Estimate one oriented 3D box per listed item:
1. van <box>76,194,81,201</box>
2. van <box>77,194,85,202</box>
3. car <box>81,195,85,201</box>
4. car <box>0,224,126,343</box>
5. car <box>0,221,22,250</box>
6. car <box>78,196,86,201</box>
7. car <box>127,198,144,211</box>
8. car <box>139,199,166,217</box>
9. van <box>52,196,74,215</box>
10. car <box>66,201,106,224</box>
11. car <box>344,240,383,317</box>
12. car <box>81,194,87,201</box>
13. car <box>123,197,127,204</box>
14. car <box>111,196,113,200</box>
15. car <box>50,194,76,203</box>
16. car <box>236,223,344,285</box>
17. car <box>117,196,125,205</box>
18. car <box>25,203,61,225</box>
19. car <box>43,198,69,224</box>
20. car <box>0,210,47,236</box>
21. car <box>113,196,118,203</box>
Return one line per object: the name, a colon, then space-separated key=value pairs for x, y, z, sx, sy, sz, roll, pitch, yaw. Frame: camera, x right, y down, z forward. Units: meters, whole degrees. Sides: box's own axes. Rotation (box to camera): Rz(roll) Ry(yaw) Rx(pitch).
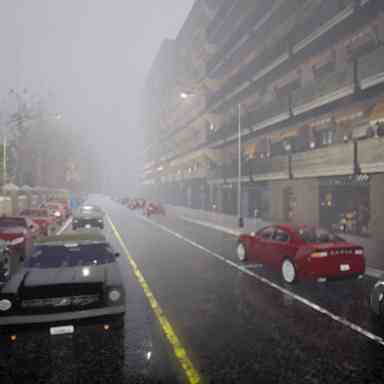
van: x=-16.366 y=1.381 z=44.991 sx=1.690 sy=1.788 sz=3.998 roll=0 pitch=0 yaw=-16
van: x=-25.876 y=1.444 z=77.406 sx=1.690 sy=1.788 sz=3.998 roll=0 pitch=0 yaw=-16
car: x=-19.536 y=1.623 z=55.796 sx=1.947 sy=1.339 sz=4.313 roll=0 pitch=0 yaw=-16
car: x=-2.434 y=1.601 z=6.721 sx=1.895 sy=1.301 sz=4.718 roll=0 pitch=0 yaw=-17
car: x=-5.268 y=1.566 z=7.176 sx=1.947 sy=1.339 sz=4.313 roll=0 pitch=0 yaw=-16
car: x=-29.047 y=1.676 z=88.211 sx=1.887 sy=1.381 sz=4.507 roll=0 pitch=0 yaw=-16
car: x=-6.739 y=1.471 z=41.948 sx=1.967 sy=1.590 sz=4.097 roll=0 pitch=0 yaw=-16
car: x=-3.568 y=1.597 z=31.142 sx=1.802 sy=1.307 sz=4.206 roll=0 pitch=0 yaw=-16
van: x=-13.194 y=1.365 z=34.186 sx=1.690 sy=1.788 sz=3.998 roll=0 pitch=0 yaw=-16
car: x=-6.602 y=1.551 z=21.269 sx=2.033 sy=1.411 sz=5.357 roll=0 pitch=0 yaw=-16
car: x=4.358 y=1.550 z=4.132 sx=2.008 sy=1.369 sz=4.403 roll=0 pitch=0 yaw=-16
car: x=-22.706 y=1.393 z=66.601 sx=2.192 sy=1.841 sz=5.009 roll=0 pitch=0 yaw=-16
car: x=-8.324 y=1.620 z=47.351 sx=1.802 sy=1.307 sz=4.206 roll=0 pitch=0 yaw=-16
car: x=-17.883 y=1.627 z=79.929 sx=1.752 sy=1.417 sz=4.829 roll=0 pitch=0 yaw=-16
car: x=-11.610 y=1.331 z=28.783 sx=2.192 sy=1.841 sz=5.009 roll=0 pitch=0 yaw=-16
car: x=2.773 y=1.543 z=9.535 sx=1.887 sy=1.381 sz=4.507 roll=0 pitch=0 yaw=-16
car: x=-11.495 y=1.621 z=58.156 sx=1.947 sy=1.339 sz=4.313 roll=0 pitch=0 yaw=-16
car: x=-8.439 y=1.547 z=17.979 sx=1.887 sy=1.381 sz=4.507 roll=0 pitch=0 yaw=-16
car: x=-10.023 y=1.449 z=23.380 sx=1.967 sy=1.590 sz=4.097 roll=0 pitch=0 yaw=-16
car: x=-6.854 y=1.582 z=12.579 sx=1.802 sy=1.307 sz=4.206 roll=0 pitch=0 yaw=-16
car: x=-14.665 y=1.516 z=68.960 sx=1.967 sy=1.590 sz=4.097 roll=0 pitch=0 yaw=-16
